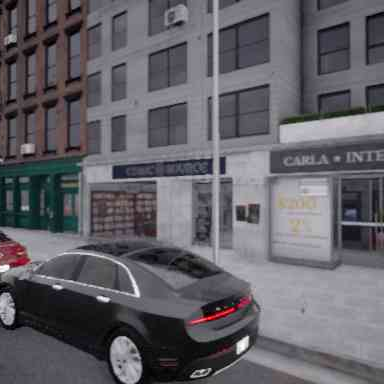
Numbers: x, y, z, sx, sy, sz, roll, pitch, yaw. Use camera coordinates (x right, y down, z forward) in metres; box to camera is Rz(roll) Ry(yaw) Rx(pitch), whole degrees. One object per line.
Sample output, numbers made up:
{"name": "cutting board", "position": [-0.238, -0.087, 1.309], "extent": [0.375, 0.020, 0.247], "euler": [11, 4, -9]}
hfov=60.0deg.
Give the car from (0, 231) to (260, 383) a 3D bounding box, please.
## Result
{"name": "car", "position": [-1.350, 1.558, 5.370], "extent": [4.892, 1.490, 1.837], "euler": [0, -1, 37]}
